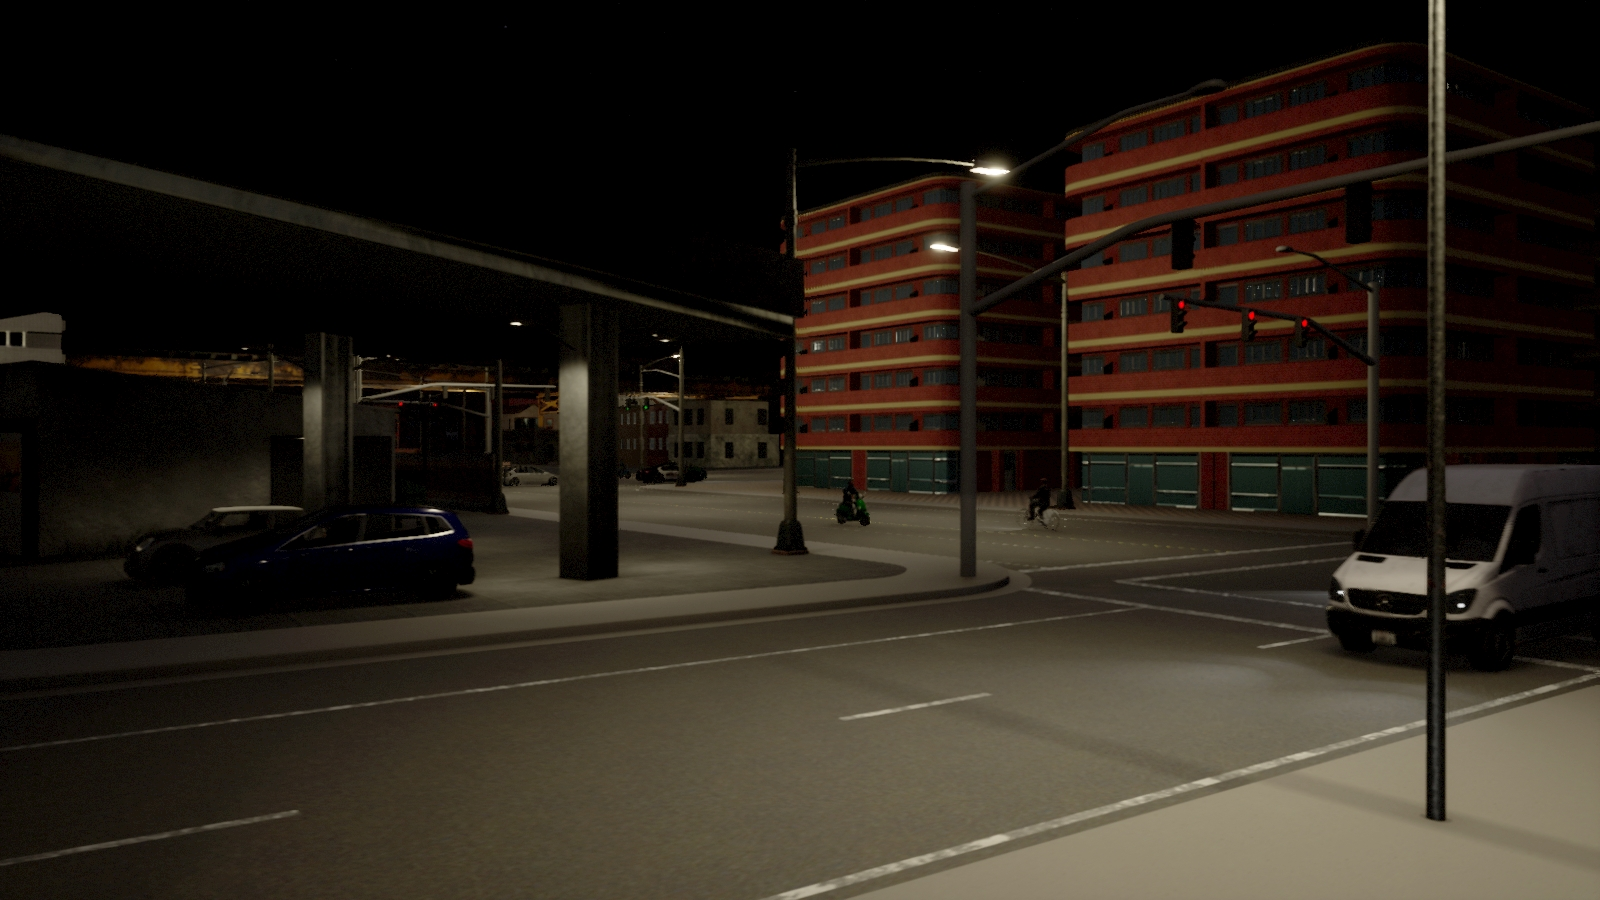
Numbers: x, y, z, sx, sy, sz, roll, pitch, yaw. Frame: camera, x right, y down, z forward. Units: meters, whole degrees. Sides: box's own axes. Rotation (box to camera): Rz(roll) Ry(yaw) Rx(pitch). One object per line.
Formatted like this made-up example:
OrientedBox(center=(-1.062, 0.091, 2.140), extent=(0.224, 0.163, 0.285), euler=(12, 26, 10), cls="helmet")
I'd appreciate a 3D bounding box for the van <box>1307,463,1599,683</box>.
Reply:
OrientedBox(center=(9.762, 1.493, 16.145), extent=(5.915, 2.561, 1.988), euler=(0, 0, -35), cls="van")
